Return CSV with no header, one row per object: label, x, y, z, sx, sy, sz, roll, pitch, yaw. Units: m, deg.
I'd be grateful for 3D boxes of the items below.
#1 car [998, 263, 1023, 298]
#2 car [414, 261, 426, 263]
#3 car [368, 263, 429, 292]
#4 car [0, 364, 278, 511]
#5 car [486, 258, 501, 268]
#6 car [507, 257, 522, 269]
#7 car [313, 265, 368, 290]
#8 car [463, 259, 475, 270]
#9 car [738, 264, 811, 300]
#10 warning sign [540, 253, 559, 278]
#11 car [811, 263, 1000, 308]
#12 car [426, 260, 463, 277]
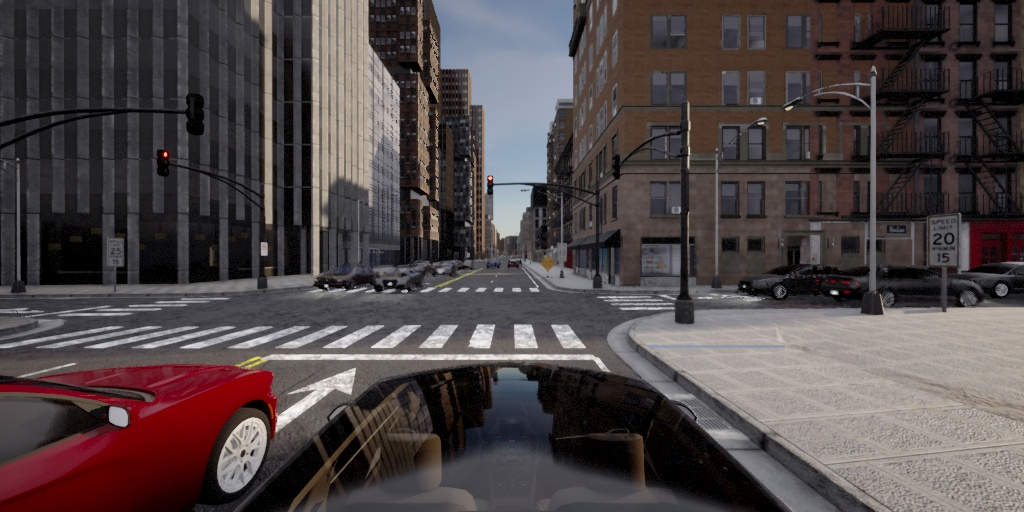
car,22.304,1.048,16.149,4.892,1.490,1.837,0,0,0
car,-9.759,1.249,38.448,2.128,1.511,4.902,0,0,0
car,-6.556,1.320,21.234,1.994,1.385,4.181,0,0,0
car,-3.154,1.228,1.379,1.882,1.535,5.008,0,0,0
car,-3.054,1.118,59.451,2.097,1.767,4.553,0,0,1
car,0.189,1.271,58.703,1.837,1.490,4.892,0,0,0
car,-10.199,1.301,22.845,2.033,1.411,5.357,0,0,6
car,-6.464,1.265,51.276,1.837,1.490,4.892,0,0,0
car,12.907,1.116,16.232,4.892,1.490,1.837,0,0,-1
warning sign,2.915,0.868,29.098,1.300,1.860,1.060,0,0,0
car,14.577,1.113,13.510,4.892,1.490,1.837,0,0,1
car,-6.519,1.247,35.211,2.128,1.511,4.902,0,0,0
